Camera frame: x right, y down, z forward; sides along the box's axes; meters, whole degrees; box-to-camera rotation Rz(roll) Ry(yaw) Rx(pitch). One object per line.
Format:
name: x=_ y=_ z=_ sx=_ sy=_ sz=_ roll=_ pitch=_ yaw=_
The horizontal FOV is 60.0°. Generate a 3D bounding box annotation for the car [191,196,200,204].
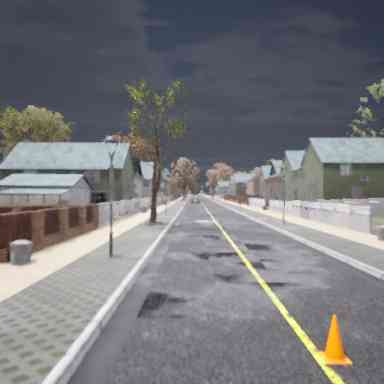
car: x=0.689 y=1.625 z=65.329 sx=2.128 sy=1.511 sz=4.902 roll=0 pitch=0 yaw=0

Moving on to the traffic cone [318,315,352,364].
traffic cone: x=1.949 y=1.977 z=4.551 sx=0.340 sy=0.580 sz=0.340 roll=0 pitch=0 yaw=0
